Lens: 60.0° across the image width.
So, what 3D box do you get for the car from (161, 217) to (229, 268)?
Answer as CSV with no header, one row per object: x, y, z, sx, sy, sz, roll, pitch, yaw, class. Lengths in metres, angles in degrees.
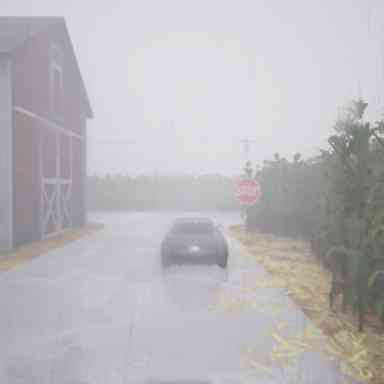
0.068,1.503,11.058,1.994,1.385,4.181,0,1,0,car
